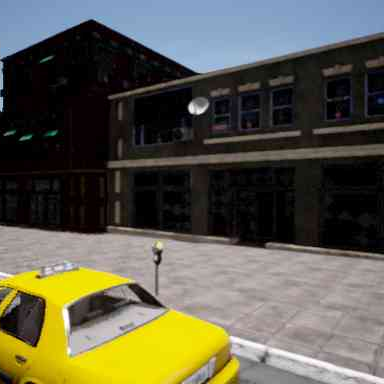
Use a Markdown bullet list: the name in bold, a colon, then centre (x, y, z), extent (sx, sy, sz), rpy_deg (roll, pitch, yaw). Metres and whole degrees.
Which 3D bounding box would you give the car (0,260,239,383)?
- **car**: centre (-1.821, 1.546, 4.158), extent (4.829, 1.417, 1.752), rpy_deg (0, 1, 36)
